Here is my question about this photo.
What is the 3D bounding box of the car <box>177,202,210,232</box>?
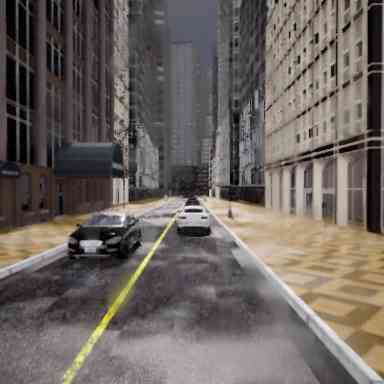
[{"bbox_3d":[0.092,1.531,20.097,1.812,1.442,4.674,0,0,0],"label":"car"}]

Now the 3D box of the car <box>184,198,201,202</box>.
[{"bbox_3d":[0.084,1.532,43.978,1.837,1.490,4.892,0,0,0],"label":"car"}]

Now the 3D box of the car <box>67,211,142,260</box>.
[{"bbox_3d":[-3.087,1.493,12.558,2.128,1.511,4.902,0,0,0],"label":"car"}]
